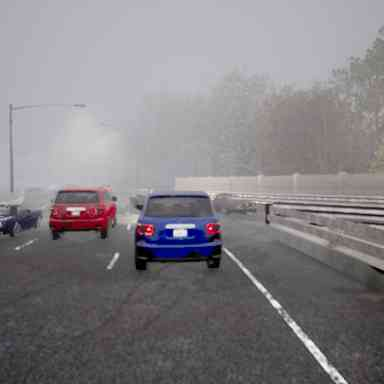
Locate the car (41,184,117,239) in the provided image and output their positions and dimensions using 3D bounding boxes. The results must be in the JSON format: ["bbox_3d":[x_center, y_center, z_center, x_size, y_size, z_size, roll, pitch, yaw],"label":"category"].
[{"bbox_3d":[-4.649,0.802,14.835,2.150,2.045,5.566,0,2,-8],"label":"car"}]

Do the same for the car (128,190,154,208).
[{"bbox_3d":[-4.947,0.608,31.793,1.837,1.490,4.892,0,2,-17],"label":"car"}]

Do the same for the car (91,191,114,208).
[{"bbox_3d":[-8.815,0.652,32.434,1.994,1.385,4.181,-1,2,-18],"label":"car"}]

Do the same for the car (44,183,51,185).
[{"bbox_3d":[-30.051,-0.595,70.671,1.812,1.442,4.674,-2,2,-43],"label":"car"}]

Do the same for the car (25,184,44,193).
[{"bbox_3d":[-32.702,-0.574,68.385,1.882,1.535,5.008,-2,2,-43],"label":"car"}]

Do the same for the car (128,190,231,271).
[{"bbox_3d":[-0.521,0.934,10.075,2.150,2.045,5.566,0,2,-6],"label":"car"}]

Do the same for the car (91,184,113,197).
[{"bbox_3d":[-14.872,-0.329,54.972,2.150,2.045,5.566,-1,2,-30],"label":"car"}]

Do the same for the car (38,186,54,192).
[{"bbox_3d":[-35.850,-0.689,81.784,4.718,1.301,1.895,1,2,42],"label":"car"}]

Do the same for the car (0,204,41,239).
[{"bbox_3d":[-8.152,1.190,14.620,1.895,1.301,4.718,0,2,-9],"label":"car"}]

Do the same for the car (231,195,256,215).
[{"bbox_3d":[2.180,0.872,23.697,2.033,1.411,5.357,-1,2,-33],"label":"car"}]

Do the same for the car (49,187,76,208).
[{"bbox_3d":[-12.209,0.466,31.579,2.097,1.767,4.553,-1,2,-17],"label":"car"}]
